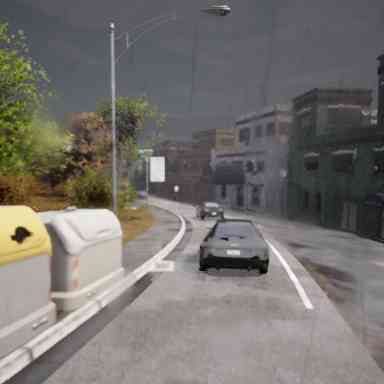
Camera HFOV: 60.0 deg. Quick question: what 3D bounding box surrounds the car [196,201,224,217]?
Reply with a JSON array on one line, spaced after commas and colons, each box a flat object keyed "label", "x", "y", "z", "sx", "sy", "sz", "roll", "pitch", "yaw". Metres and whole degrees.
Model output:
[{"label": "car", "x": 1.464, "y": 1.479, "z": 27.722, "sx": 1.812, "sy": 1.442, "sz": 4.674, "roll": 0, "pitch": 0, "yaw": -6}]

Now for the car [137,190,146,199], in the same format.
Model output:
[{"label": "car", "x": -9.532, "y": 0.354, "z": 60.519, "sx": 2.033, "sy": 1.411, "sz": 5.357, "roll": -2, "pitch": 4, "yaw": -25}]

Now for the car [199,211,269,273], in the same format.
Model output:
[{"label": "car", "x": 1.345, "y": 1.566, "z": 10.849, "sx": 1.994, "sy": 1.385, "sz": 4.181, "roll": 1, "pitch": 0, "yaw": 7}]
